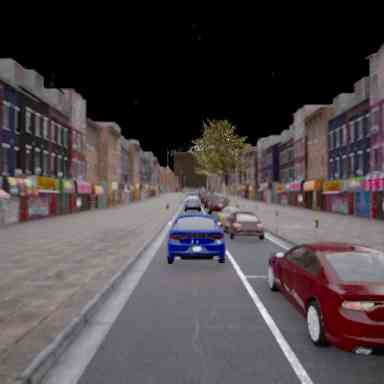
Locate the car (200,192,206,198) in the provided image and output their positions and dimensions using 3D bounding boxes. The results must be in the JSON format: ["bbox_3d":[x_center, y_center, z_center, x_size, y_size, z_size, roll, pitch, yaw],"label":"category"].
[{"bbox_3d":[2.664,1.297,45.163,2.192,1.841,5.009,1,1,0],"label":"car"}]

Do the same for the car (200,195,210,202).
[{"bbox_3d":[2.662,1.287,67.395,1.887,1.381,4.507,2,1,0],"label":"car"}]

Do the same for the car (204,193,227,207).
[{"bbox_3d":[2.661,1.375,34.043,2.192,1.841,5.009,1,0,0],"label":"car"}]

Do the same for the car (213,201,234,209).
[{"bbox_3d":[2.653,1.615,23.094,1.752,1.417,4.829,1,0,0],"label":"car"}]

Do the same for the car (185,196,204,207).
[{"bbox_3d":[0.100,1.573,41.731,1.994,1.385,4.181,0,0,0],"label":"car"}]

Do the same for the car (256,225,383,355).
[{"bbox_3d":[2.647,1.589,6.243,1.887,1.381,4.507,1,0,0],"label":"car"}]

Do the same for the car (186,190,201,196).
[{"bbox_3d":[0.101,1.055,59.856,2.150,2.045,5.566,0,1,0],"label":"car"}]

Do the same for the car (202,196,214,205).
[{"bbox_3d":[2.660,1.439,56.278,1.947,1.339,4.313,2,1,0],"label":"car"}]

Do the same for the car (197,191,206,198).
[{"bbox_3d":[2.671,0.642,95.164,2.192,1.841,5.009,2,1,0],"label":"car"}]

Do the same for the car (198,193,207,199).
[{"bbox_3d":[2.663,1.066,84.062,1.947,1.339,4.313,2,1,0],"label":"car"}]

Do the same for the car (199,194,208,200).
[{"bbox_3d":[2.663,1.152,78.506,1.947,1.339,4.313,2,1,0],"label":"car"}]

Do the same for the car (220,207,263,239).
[{"bbox_3d":[2.650,1.669,17.364,1.802,1.307,4.206,1,0,0],"label":"car"}]

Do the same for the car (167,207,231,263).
[{"bbox_3d":[0.104,1.551,12.350,1.882,1.535,5.008,0,0,-1],"label":"car"}]
